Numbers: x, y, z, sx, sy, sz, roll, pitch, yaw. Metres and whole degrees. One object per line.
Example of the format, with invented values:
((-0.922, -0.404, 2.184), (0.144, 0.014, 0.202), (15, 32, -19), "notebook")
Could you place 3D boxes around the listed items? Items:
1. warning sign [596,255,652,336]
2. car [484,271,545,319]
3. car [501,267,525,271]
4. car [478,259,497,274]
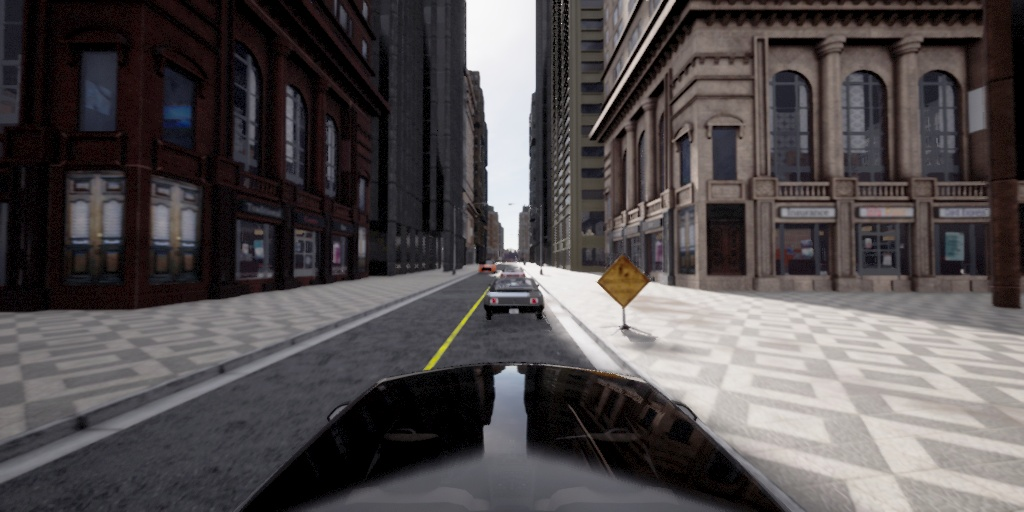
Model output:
((2.715, 0.895, 8.675), (1.300, 1.860, 1.060), (0, 0, 0), "warning sign")
((0.075, 1.401, 13.067), (1.895, 1.301, 4.718), (0, 0, 0), "car")
((0.070, 1.475, 28.165), (1.895, 1.301, 4.718), (0, 0, 0), "car")
((-3.100, 1.318, 45.862), (2.097, 1.767, 4.553), (0, 0, 0), "car")
